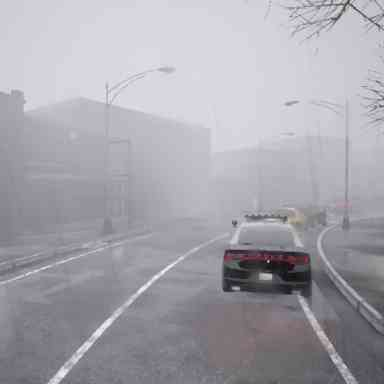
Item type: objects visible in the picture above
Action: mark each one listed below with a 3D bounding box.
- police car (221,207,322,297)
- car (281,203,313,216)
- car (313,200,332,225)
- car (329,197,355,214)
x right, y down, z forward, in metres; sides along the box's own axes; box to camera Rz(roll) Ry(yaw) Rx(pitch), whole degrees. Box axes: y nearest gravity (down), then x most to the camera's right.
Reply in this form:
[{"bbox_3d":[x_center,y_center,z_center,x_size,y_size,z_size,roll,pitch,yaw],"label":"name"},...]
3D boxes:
[{"bbox_3d":[1.973,1.427,8.902,1.930,1.638,5.238,0,0,12],"label":"police car"},{"bbox_3d":[5.078,1.469,17.783,1.801,1.575,5.366,1,0,26],"label":"car"},{"bbox_3d":[7.775,1.535,22.480,1.837,1.490,4.892,1,0,34],"label":"car"},{"bbox_3d":[16.051,1.402,36.960,4.553,1.767,2.097,0,1,-35],"label":"car"}]
